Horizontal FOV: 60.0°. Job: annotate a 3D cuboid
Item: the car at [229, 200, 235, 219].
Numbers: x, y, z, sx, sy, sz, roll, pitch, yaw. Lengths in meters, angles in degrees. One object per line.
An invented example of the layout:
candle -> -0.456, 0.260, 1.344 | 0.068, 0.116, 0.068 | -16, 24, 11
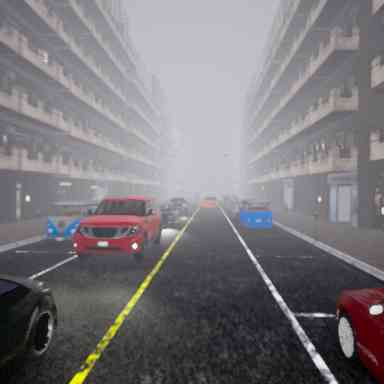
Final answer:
car -> 4.050, 1.560, 25.660 | 1.802, 1.307, 4.206 | 0, 0, 3

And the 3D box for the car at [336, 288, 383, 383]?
car -> 2.799, 1.559, 2.956 | 1.887, 1.381, 4.507 | 0, 0, 3

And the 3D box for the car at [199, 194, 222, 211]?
car -> 2.308, 1.290, 40.976 | 2.097, 1.767, 4.553 | 0, 0, 3

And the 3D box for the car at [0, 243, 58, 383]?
car -> -2.998, 1.528, 3.121 | 1.994, 1.385, 4.181 | 1, 0, 3

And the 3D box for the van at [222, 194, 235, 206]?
van -> 4.994, 1.300, 42.689 | 1.690, 1.788, 3.998 | 0, 0, 3

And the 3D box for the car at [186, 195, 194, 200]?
car -> -0.540, 1.419, 94.240 | 1.887, 1.381, 4.507 | 0, 0, 3

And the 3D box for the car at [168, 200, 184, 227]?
car -> -1.922, 1.497, 22.021 | 1.994, 1.385, 4.181 | 1, 0, 4

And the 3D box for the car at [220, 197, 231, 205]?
car -> 5.939, 1.530, 59.717 | 1.802, 1.307, 4.206 | 0, 0, 3

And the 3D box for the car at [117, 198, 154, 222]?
car -> -4.327, 1.345, 26.127 | 1.967, 1.590, 4.097 | 0, 0, 3

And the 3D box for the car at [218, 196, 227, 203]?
car -> 6.569, 1.527, 71.070 | 1.802, 1.307, 4.206 | 0, 0, 3

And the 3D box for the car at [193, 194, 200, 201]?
car -> 1.142, 1.265, 75.780 | 1.837, 1.490, 4.892 | 0, 0, 3

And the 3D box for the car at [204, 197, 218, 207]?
car -> 2.869, 1.478, 50.994 | 2.033, 1.411, 5.357 | 0, 0, 3

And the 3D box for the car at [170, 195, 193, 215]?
car -> -1.327, 1.272, 32.234 | 2.097, 1.767, 4.553 | 0, 0, 4

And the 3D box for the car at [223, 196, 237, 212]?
car -> 4.689, 1.489, 37.183 | 1.752, 1.417, 4.829 | 0, 0, 3

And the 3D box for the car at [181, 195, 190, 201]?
car -> -1.493, 1.397, 77.043 | 1.752, 1.417, 4.829 | 0, 0, 3

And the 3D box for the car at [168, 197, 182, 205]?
car -> -2.742, 1.460, 54.508 | 1.802, 1.307, 4.206 | 0, 0, 3

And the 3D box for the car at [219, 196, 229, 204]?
car -> 6.253, 1.491, 65.393 | 1.887, 1.381, 4.507 | 0, 0, 3

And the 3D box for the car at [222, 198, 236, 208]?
car -> 5.310, 1.536, 48.365 | 1.802, 1.307, 4.206 | 0, 0, 3

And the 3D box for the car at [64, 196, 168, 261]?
car -> -2.466, 1.169, 12.534 | 2.150, 2.045, 5.566 | 0, 0, 3

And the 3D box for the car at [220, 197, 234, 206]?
car -> 5.624, 1.517, 54.041 | 1.947, 1.339, 4.313 | 0, 0, 3

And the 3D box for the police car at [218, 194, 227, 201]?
police car -> 7.555, 1.373, 83.064 | 1.930, 1.638, 5.238 | 0, 0, 3

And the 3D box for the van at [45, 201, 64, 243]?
van -> -4.925, 1.263, 14.773 | 1.690, 1.788, 3.998 | 0, 0, 3

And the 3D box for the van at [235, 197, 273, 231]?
van -> 3.737, 1.327, 19.984 | 1.690, 1.788, 3.998 | 0, 0, 3
